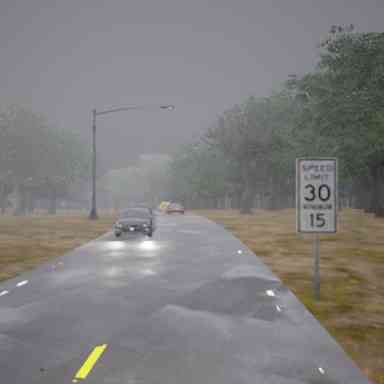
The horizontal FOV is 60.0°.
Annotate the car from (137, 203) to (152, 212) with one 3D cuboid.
[{"bbox_3d":[-7.299,2.363,50.783,1.994,1.385,4.181,1,-2,-13],"label":"car"}]

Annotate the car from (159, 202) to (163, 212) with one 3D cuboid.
[{"bbox_3d":[-4.058,2.280,50.935,1.882,1.535,5.008,0,-2,-13],"label":"car"}]

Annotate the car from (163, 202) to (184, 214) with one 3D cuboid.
[{"bbox_3d":[-2.134,2.026,41.186,1.994,1.385,4.181,0,-2,-10],"label":"car"}]

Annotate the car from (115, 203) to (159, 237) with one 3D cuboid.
[{"bbox_3d":[-3.015,1.569,18.486,1.837,1.490,4.892,0,0,-3],"label":"car"}]
